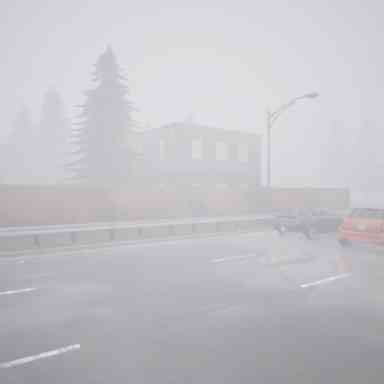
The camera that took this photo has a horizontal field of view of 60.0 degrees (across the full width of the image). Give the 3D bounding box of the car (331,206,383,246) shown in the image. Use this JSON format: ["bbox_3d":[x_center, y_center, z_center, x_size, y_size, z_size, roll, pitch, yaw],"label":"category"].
[{"bbox_3d":[8.244,1.363,14.049,4.553,1.767,2.097,0,0,-35],"label":"car"}]

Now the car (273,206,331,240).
[{"bbox_3d":[6.236,1.492,16.916,4.902,1.511,2.128,0,0,-35],"label":"car"}]
